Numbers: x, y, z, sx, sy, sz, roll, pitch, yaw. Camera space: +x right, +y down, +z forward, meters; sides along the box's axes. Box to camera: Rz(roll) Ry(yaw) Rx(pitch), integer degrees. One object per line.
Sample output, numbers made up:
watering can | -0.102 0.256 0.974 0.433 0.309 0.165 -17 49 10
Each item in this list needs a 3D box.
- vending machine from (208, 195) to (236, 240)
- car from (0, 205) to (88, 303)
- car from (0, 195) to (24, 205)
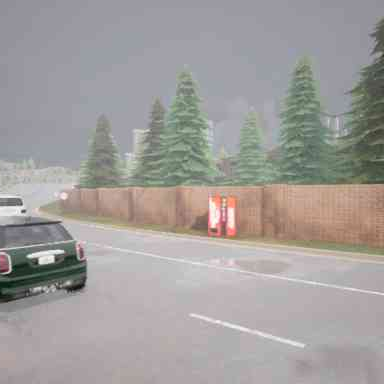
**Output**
vending machine | 1.475 1.195 16.327 0.880 2.100 1.100 0 0 42
car | -4.484 1.351 7.857 4.553 1.767 2.097 0 0 40
car | -11.540 1.221 19.755 2.150 2.045 5.566 0 0 -41
